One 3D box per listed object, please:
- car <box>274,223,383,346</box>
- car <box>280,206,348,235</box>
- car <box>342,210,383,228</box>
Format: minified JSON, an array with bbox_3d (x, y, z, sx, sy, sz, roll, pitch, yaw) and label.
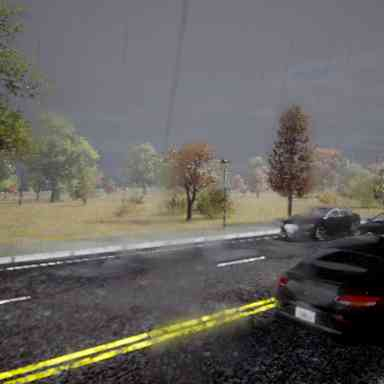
[{"bbox_3d":[3.425,1.520,5.916,4.674,1.442,1.812,0,0,-36],"label":"car"},{"bbox_3d":[6.380,1.477,16.293,4.902,1.511,2.128,0,0,-36],"label":"car"},{"bbox_3d":[8.383,1.548,13.730,4.181,1.385,1.994,0,0,-36],"label":"car"}]
